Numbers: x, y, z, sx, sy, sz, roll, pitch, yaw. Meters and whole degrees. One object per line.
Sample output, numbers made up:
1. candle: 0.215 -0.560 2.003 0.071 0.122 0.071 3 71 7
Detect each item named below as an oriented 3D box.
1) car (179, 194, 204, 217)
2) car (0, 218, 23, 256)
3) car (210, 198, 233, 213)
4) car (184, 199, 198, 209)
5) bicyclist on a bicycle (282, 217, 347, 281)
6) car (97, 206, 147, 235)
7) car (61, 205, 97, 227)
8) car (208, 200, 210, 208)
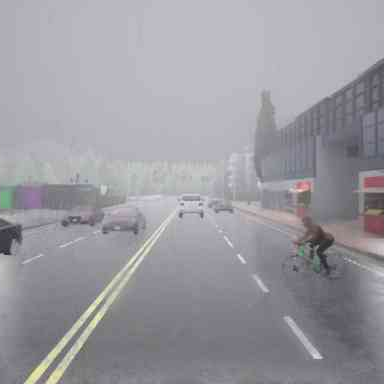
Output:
1. car: -0.068 1.221 31.067 2.150 2.045 5.566 0 0 -1
2. car: -7.177 1.477 10.248 1.882 1.535 5.008 0 0 0
3. car: 3.380 1.546 36.537 2.033 1.411 5.357 0 0 0
4. car: -0.133 1.599 45.625 1.895 1.301 4.718 0 0 0
5. bicyclist on a bicycle: 3.086 1.449 8.410 1.656 1.620 0.582 -2 0 -1
6. car: -3.681 1.525 18.782 1.812 1.442 4.674 0 0 0
7. car: -7.227 1.563 22.478 1.994 1.385 4.181 0 0 0
8. car: 3.299 1.524 46.806 1.812 1.442 4.674 0 0 0
